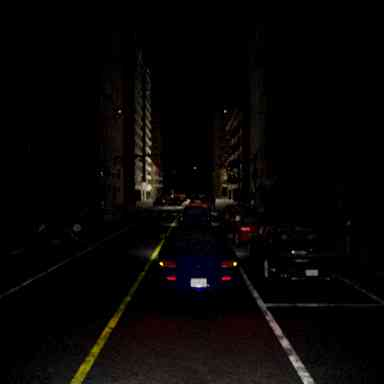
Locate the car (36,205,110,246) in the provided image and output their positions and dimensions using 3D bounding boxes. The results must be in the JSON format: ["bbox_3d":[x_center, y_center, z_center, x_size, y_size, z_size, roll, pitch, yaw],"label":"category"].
[{"bbox_3d":[-5.343,1.445,15.071,1.967,1.590,4.097,0,0,0],"label":"car"}]

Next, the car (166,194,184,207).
[{"bbox_3d":[-2.661,1.492,53.188,1.882,1.535,5.008,0,0,0],"label":"car"}]

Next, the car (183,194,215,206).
[{"bbox_3d":[0.766,1.361,32.141,2.097,1.767,4.553,0,0,8],"label":"car"}]

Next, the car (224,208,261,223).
[{"bbox_3d":[2.682,1.587,15.051,1.802,1.307,4.206,0,0,0],"label":"car"}]

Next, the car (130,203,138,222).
[{"bbox_3d":[-5.306,1.559,26.107,2.008,1.369,4.403,0,0,0],"label":"car"}]

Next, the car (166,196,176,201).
[{"bbox_3d":[-5.116,1.580,81.598,1.947,1.339,4.313,0,0,0],"label":"car"}]

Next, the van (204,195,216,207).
[{"bbox_3d":[2.811,1.355,53.170,1.690,1.788,3.998,0,0,0],"label":"van"}]

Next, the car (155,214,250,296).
[{"bbox_3d":[0.119,1.528,8.508,1.812,1.442,4.674,0,0,0],"label":"car"}]

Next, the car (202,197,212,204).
[{"bbox_3d":[2.850,1.599,64.532,1.802,1.307,4.206,0,0,0],"label":"car"}]

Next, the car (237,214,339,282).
[{"bbox_3d":[2.663,1.554,9.532,2.008,1.369,4.403,0,0,0],"label":"car"}]

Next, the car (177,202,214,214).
[{"bbox_3d":[0.164,1.532,19.594,1.812,1.442,4.674,0,0,0],"label":"car"}]

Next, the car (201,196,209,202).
[{"bbox_3d":[2.889,1.598,75.895,1.802,1.307,4.206,0,0,0],"label":"car"}]

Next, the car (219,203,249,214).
[{"bbox_3d":[2.701,1.446,20.570,1.967,1.590,4.097,0,0,0],"label":"car"}]

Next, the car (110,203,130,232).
[{"bbox_3d":[-5.325,1.532,20.419,1.752,1.417,4.829,0,0,0],"label":"car"}]

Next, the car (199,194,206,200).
[{"bbox_3d":[2.947,1.449,92.939,1.967,1.590,4.097,0,0,0],"label":"car"}]

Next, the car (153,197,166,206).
[{"bbox_3d":[-5.214,1.565,53.189,2.008,1.369,4.403,0,0,0],"label":"car"}]

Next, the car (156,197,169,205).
[{"bbox_3d":[-5.194,1.560,58.870,1.887,1.381,4.507,0,0,0],"label":"car"}]

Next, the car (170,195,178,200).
[{"bbox_3d":[-5.078,1.575,92.961,1.947,1.339,4.313,0,0,0],"label":"car"}]

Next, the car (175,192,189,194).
[{"bbox_3d":[-2.493,1.240,77.712,2.150,2.045,5.566,0,0,0],"label":"car"}]

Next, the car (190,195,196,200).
[{"bbox_3d":[0.311,1.475,93.310,1.812,1.442,4.674,0,0,0],"label":"car"}]
